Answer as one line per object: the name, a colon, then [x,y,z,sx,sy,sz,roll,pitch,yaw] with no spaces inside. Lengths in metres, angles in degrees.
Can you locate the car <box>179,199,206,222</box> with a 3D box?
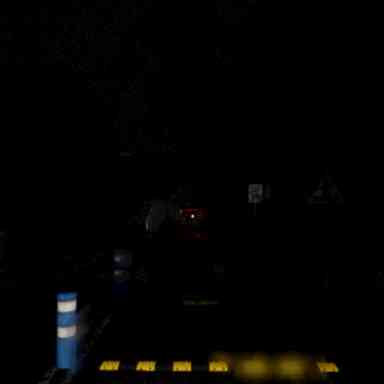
car: [0.040,1.496,26.202,1.837,1.490,4.892,0,0,0]

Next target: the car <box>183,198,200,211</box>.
car: [-0.047,1.527,41.942,1.994,1.385,4.181,0,0,0]

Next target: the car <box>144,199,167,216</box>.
car: [-3.434,1.472,31.663,2.128,1.511,4.902,0,0,0]
